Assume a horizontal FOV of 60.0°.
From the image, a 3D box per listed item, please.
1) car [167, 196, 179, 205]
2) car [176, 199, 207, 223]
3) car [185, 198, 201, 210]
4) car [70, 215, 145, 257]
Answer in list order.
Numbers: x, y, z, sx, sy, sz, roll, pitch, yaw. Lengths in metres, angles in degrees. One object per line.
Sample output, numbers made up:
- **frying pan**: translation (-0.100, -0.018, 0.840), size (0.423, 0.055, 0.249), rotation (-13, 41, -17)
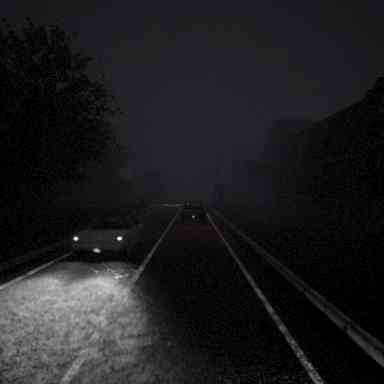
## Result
- **car**: translation (-3.046, 1.324, 55.355), size (2.033, 1.411, 5.357), rotation (0, 1, 1)
- **car**: translation (0.103, 1.493, 25.367), size (2.128, 1.511, 4.902), rotation (0, 0, 0)
- **car**: translation (0.106, 1.496, 43.009), size (1.895, 1.301, 4.718), rotation (0, 0, 0)
- **car**: translation (-3.098, 1.615, 13.076), size (1.895, 1.301, 4.718), rotation (0, 0, 0)
